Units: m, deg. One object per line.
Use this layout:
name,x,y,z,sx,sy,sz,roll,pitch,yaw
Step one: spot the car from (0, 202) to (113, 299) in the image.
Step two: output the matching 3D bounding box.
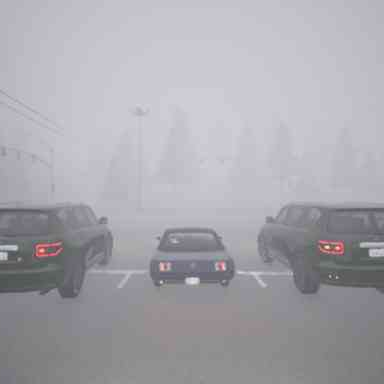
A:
car,-3.593,1.266,8.665,2.150,2.045,5.566,0,0,-3

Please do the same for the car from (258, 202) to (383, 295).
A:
car,3.409,1.268,9.021,2.150,2.045,5.566,0,0,-2

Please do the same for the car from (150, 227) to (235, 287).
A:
car,-0.073,1.650,9.416,1.895,1.301,4.718,0,0,-2
